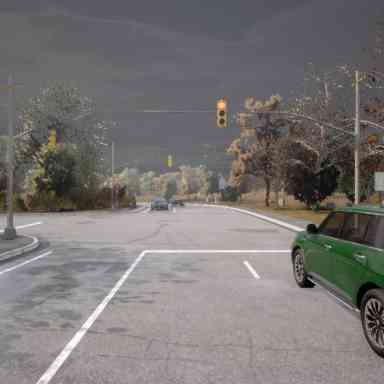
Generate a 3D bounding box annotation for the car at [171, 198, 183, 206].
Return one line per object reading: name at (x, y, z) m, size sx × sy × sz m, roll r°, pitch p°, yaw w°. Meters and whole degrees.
car at (-2.961, 1.950, 64.567) m, size 1.837 × 1.490 × 4.892 m, roll 0°, pitch -1°, yaw -11°

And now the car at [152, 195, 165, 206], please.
car at (-6.479, 1.662, 63.628) m, size 2.150 × 2.045 × 5.566 m, roll 0°, pitch -1°, yaw -10°

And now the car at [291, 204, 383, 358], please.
car at (3.581, 1.221, 6.105) m, size 2.150 × 2.045 × 5.566 m, roll 0°, pitch 0°, yaw 0°

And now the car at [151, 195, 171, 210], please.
car at (-4.167, 1.425, 43.060) m, size 2.097 × 1.767 × 4.553 m, roll 0°, pitch -1°, yaw -3°

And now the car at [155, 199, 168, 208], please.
car at (-4.960, 1.766, 53.263) m, size 2.033 × 1.411 × 5.357 m, roll 0°, pitch -1°, yaw -6°

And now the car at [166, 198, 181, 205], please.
car at (-4.670, 2.359, 83.025) m, size 2.128 × 1.511 × 4.902 m, roll 0°, pitch -1°, yaw -22°
